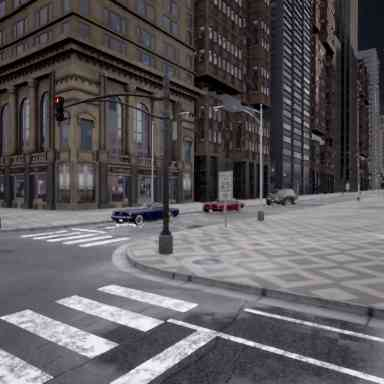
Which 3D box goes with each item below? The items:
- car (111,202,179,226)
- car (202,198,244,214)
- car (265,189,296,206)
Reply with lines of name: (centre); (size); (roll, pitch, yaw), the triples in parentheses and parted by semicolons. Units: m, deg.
car: (-2.960, 1.351, 21.619); (1.895, 1.301, 4.718); (0, 1, 36)
car: (2.842, 1.217, 29.752); (1.895, 1.301, 4.718); (0, 1, 35)
car: (11.068, 0.651, 41.275); (2.150, 2.045, 5.566); (0, 1, 36)
